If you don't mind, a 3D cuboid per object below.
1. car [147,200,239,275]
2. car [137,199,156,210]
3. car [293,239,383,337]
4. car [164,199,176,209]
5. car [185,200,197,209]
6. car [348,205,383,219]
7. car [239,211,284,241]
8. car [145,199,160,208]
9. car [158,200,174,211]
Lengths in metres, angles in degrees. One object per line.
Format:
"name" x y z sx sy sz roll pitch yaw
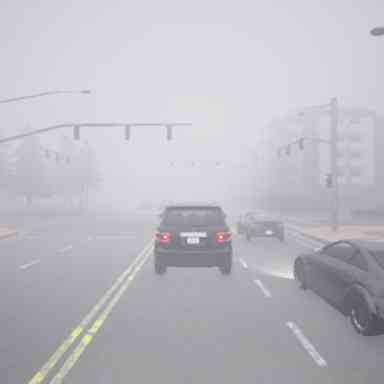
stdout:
"car" 0.025 1.334 11.012 2.150 2.045 5.566 0 0 0
"car" -7.287 1.998 51.897 1.882 1.535 5.008 0 -1 0
"car" 3.585 1.632 6.773 1.994 1.385 4.181 0 -1 -1
"car" -3.812 2.066 58.731 1.882 1.535 5.008 0 -1 0
"car" -0.143 2.148 58.350 1.994 1.385 4.181 0 -1 0
"car" 18.107 1.929 32.893 4.718 1.301 1.895 0 -1 -2
"car" 3.520 1.702 17.522 1.812 1.442 4.674 0 -1 0
"car" -7.310 2.115 62.166 2.128 1.511 4.902 0 -1 0
"car" -3.787 1.972 49.316 1.882 1.535 5.008 0 -1 0
